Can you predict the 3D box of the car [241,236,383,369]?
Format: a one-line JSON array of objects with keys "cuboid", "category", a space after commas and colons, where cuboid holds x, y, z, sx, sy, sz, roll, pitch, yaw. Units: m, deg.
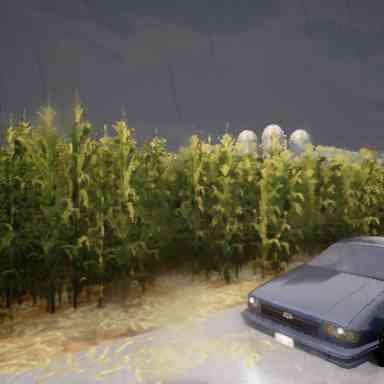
[{"cuboid": [3.363, 1.553, 5.952, 5.357, 1.411, 2.033, 0, 0, -36], "category": "car"}]
